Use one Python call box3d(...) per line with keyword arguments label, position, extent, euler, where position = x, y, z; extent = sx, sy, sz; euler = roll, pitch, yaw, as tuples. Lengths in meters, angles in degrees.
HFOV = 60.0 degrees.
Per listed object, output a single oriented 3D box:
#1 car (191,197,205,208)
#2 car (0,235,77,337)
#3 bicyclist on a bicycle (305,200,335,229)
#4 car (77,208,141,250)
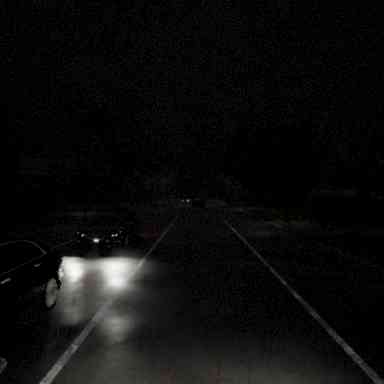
box3d(label="car", position=(0.907, 1.470, 48.753), extent=(1.882, 1.535, 5.008), euler=(1, 0, 1))
box3d(label="car", position=(-3.535, 1.479, 4.833), extent=(1.837, 1.490, 4.892), euler=(0, 0, 1))
box3d(label="bicyclist on a bicycle", position=(7.183, 1.266, 18.662), extent=(1.656, 1.620, 0.582), euler=(0, 0, 1))
box3d(label="car", position=(-3.366, 1.485, 14.246), extent=(1.837, 1.490, 4.892), euler=(0, 0, 1))
